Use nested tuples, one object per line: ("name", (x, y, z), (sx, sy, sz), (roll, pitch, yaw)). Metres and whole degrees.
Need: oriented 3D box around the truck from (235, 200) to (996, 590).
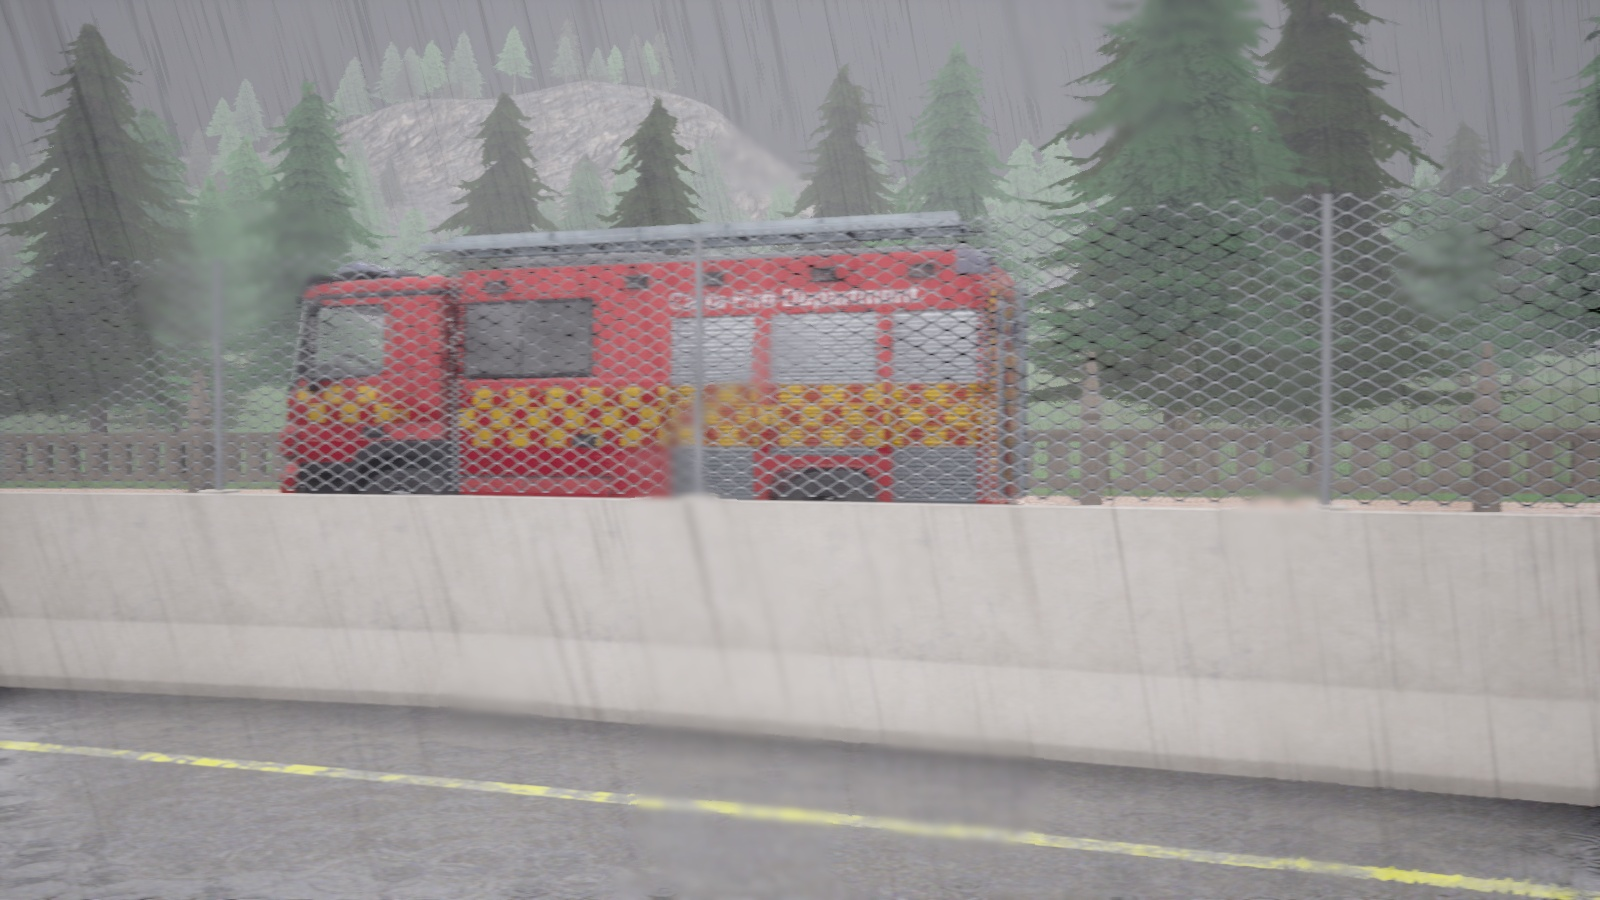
("truck", (-2.122, -0.587, 14.884), (8.468, 3.827, 2.891), (0, 1, 16))
